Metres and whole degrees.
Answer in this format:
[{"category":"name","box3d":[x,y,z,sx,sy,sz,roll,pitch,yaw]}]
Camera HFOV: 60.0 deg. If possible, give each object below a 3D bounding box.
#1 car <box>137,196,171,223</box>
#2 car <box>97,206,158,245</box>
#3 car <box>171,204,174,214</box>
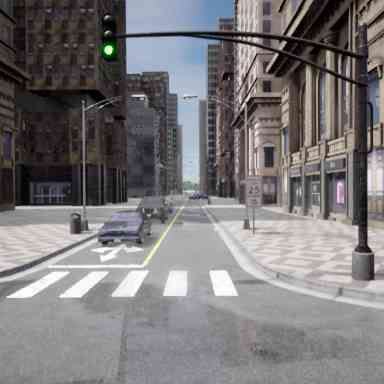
[{"category":"car","box3d":[-3.109,1.344,26.700,2.150,2.045,5.566,0,0,-1]},{"category":"car","box3d":[-3.110,1.640,16.481,2.033,1.411,5.357,0,0,0]},{"category":"car","box3d":[-3.093,1.678,37.031,1.812,1.442,4.674,0,0,0]}]
